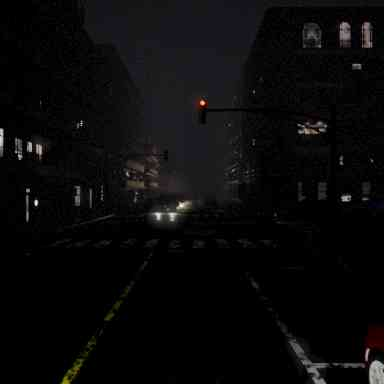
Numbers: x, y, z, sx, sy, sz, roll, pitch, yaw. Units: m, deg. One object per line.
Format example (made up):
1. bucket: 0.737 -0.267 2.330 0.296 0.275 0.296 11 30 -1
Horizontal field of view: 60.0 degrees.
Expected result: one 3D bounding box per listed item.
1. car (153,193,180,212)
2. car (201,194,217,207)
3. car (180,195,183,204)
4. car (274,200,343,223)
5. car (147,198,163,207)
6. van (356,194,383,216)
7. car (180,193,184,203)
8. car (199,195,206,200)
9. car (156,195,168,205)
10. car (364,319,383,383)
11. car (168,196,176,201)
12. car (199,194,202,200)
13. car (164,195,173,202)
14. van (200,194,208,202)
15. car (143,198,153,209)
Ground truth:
1. car: -2.989 1.228 40.085 2.150 2.045 5.566 0 0 0
2. car: 2.822 1.454 50.804 1.967 1.590 4.097 -1 0 0
3. car: -2.952 1.562 51.598 2.033 1.411 5.357 0 0 0
4. car: 8.484 1.341 24.343 4.902 1.511 2.128 -2 0 -5
5. car: -5.557 1.580 50.832 1.947 1.339 4.313 0 0 0
6. van: 15.716 1.035 27.340 3.998 1.788 1.690 -1 1 -1
7. car: -2.835 1.250 66.868 2.150 2.045 5.566 0 0 1
8. car: 2.946 1.602 95.027 1.887 1.381 4.507 -1 0 0
9. car: -5.528 1.462 61.888 1.967 1.590 4.097 -1 0 0
10. car: 2.687 1.544 1.805 1.887 1.381 4.507 0 0 0
11. car: -5.449 1.632 89.528 1.802 1.307 4.206 -1 0 0
12. car: 2.869 1.578 67.388 2.008 1.369 4.403 -1 0 0
13. car: -5.481 1.563 78.302 1.752 1.417 4.829 -1 0 0
14. van: 2.898 1.379 78.443 1.690 1.788 3.998 -1 0 0
15. car: -5.572 1.561 45.305 2.008 1.369 4.403 0 0 0
